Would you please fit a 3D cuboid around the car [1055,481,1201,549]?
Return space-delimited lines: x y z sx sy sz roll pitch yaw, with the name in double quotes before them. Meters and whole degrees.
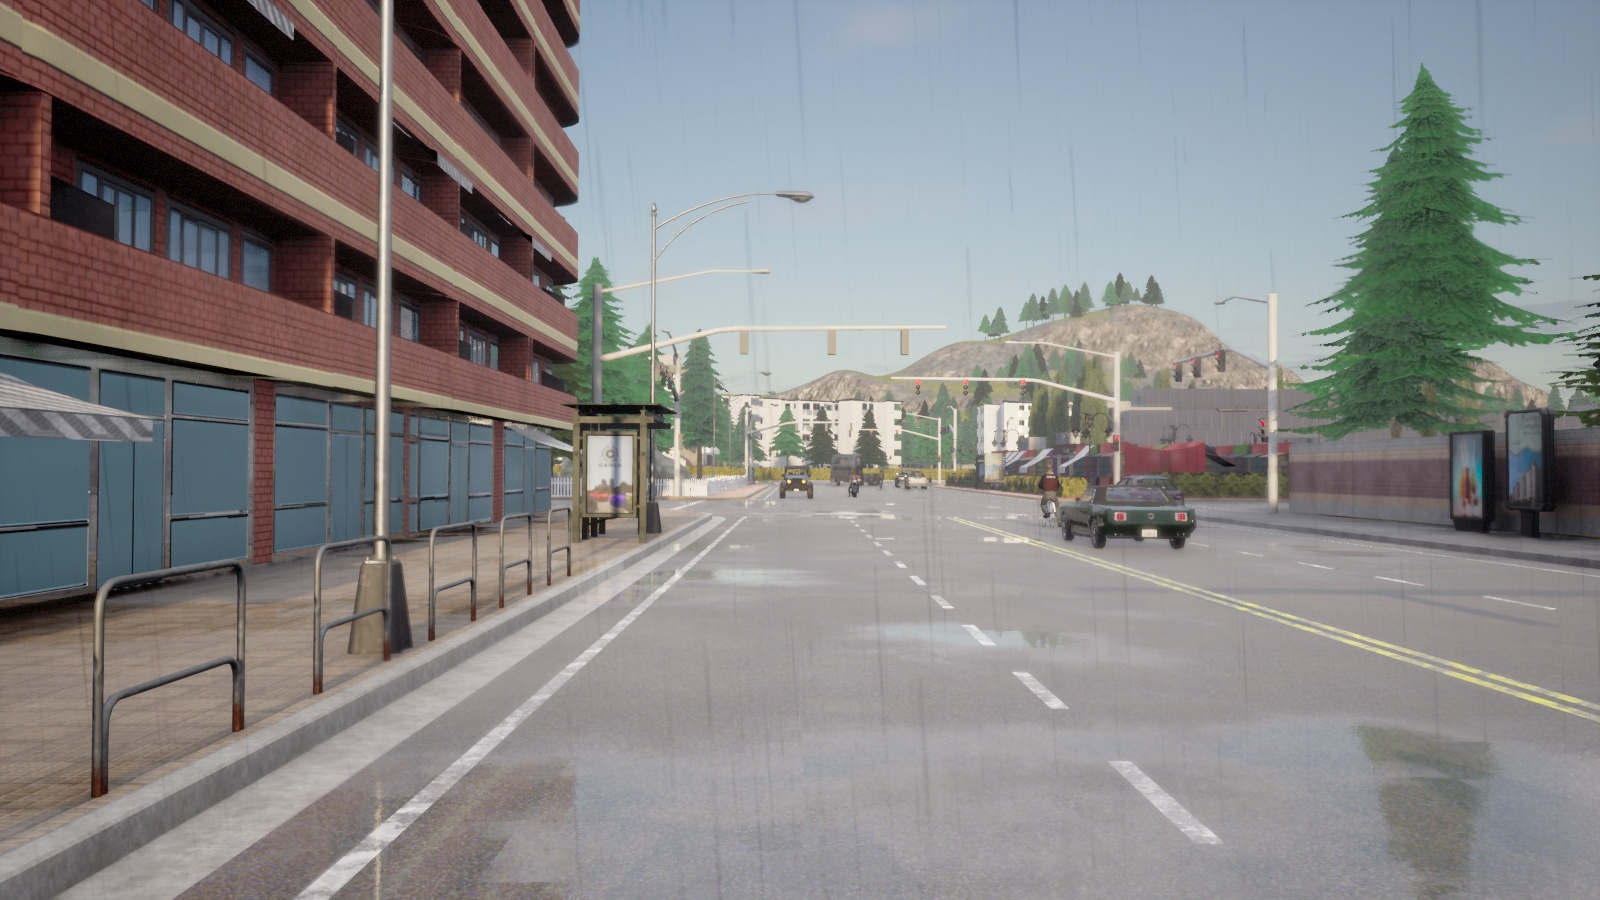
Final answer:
"car" 6.929 1.340 27.048 1.895 1.301 4.718 0 -1 0

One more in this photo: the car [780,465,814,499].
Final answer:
"car" -0.188 1.817 72.000 1.905 1.878 3.866 0 -1 0

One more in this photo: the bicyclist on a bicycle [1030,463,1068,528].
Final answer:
"bicyclist on a bicycle" 6.908 1.242 34.922 0.659 1.776 1.843 0 -1 0

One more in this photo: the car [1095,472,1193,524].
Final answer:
"car" 10.400 1.428 38.265 1.816 1.474 4.193 0 -1 0
